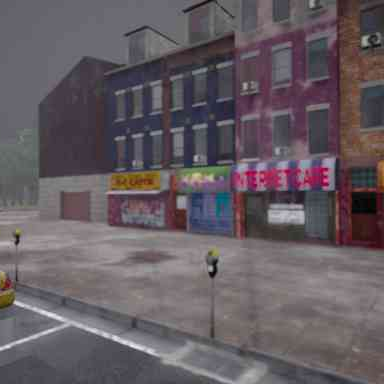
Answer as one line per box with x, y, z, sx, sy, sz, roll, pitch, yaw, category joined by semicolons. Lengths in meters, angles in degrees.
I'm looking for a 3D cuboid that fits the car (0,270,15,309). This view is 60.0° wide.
-5.412;1.598;6.670;4.829;1.417;1.752;-1;0;36;car
